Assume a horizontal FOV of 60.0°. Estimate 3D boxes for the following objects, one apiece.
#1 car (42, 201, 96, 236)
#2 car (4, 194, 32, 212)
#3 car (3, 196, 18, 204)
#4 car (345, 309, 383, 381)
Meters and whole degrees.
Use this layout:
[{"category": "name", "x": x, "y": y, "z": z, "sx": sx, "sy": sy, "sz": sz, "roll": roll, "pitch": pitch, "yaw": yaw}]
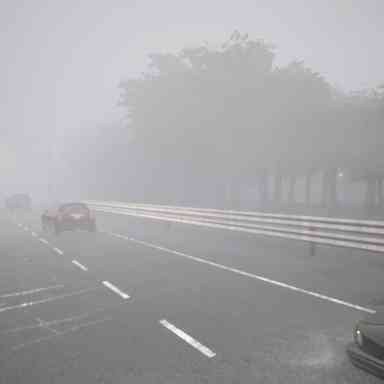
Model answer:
[{"category": "car", "x": -7.089, "y": 1.338, "z": 18.861, "sx": 2.097, "sy": 1.767, "sz": 4.553, "roll": 0, "pitch": 0, "yaw": -34}, {"category": "car", "x": -19.871, "y": 1.192, "z": 38.158, "sx": 2.150, "sy": 2.045, "sz": 5.566, "roll": 0, "pitch": 0, "yaw": -34}, {"category": "car", "x": -33.517, "y": 1.446, "z": 61.579, "sx": 1.882, "sy": 1.535, "sz": 5.008, "roll": 0, "pitch": 0, "yaw": -23}, {"category": "car", "x": 3.954, "y": 1.546, "z": 2.189, "sx": 2.033, "sy": 1.411, "sz": 5.357, "roll": 0, "pitch": 0, "yaw": -34}]
